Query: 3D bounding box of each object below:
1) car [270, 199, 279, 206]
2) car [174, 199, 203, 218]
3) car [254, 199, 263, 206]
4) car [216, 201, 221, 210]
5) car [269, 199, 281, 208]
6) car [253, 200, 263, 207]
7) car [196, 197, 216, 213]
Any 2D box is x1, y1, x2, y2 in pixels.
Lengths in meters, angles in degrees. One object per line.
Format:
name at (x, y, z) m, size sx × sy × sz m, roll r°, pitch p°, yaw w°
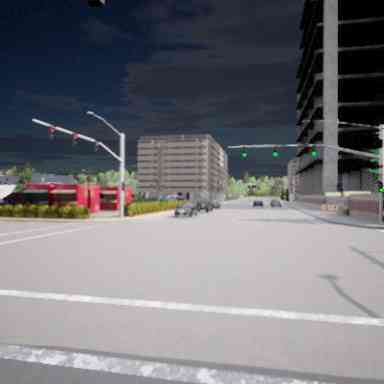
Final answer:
car at (18.683, 2.424, 75.774) m, size 1.812 × 1.442 × 4.674 m, roll 0°, pitch -1°, yaw 12°
car at (-0.534, 1.851, 35.300) m, size 2.128 × 1.511 × 4.902 m, roll 0°, pitch -1°, yaw 12°
car at (15.186, 2.433, 76.147) m, size 1.994 × 1.385 × 4.181 m, roll 0°, pitch -1°, yaw 12°
car at (3.545, 2.150, 54.835) m, size 1.994 × 1.385 × 4.181 m, roll 0°, pitch -1°, yaw 12°
car at (16.591, 2.329, 65.597) m, size 2.033 × 1.411 × 5.357 m, roll 0°, pitch -1°, yaw 12°
car at (13.092, 2.241, 65.968) m, size 1.882 × 1.535 × 5.008 m, roll 0°, pitch -1°, yaw 12°
car at (1.482, 1.693, 44.996) m, size 2.150 × 2.045 × 5.566 m, roll 0°, pitch -1°, yaw 12°
